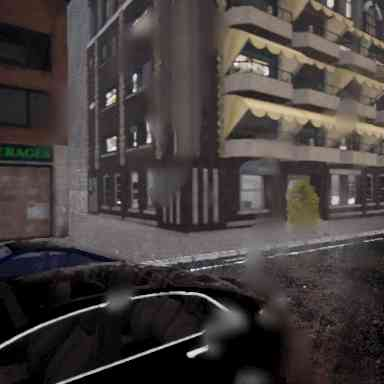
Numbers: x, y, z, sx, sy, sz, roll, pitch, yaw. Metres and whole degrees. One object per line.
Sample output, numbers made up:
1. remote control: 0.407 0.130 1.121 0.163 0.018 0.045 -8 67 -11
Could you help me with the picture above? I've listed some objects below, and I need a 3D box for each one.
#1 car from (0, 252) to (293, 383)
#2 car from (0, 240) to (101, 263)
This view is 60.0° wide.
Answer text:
1. car: -1.195 1.505 2.831 4.892 1.490 1.837 0 0 -35
2. car: -2.927 1.564 5.588 4.181 1.385 1.994 0 0 -35
